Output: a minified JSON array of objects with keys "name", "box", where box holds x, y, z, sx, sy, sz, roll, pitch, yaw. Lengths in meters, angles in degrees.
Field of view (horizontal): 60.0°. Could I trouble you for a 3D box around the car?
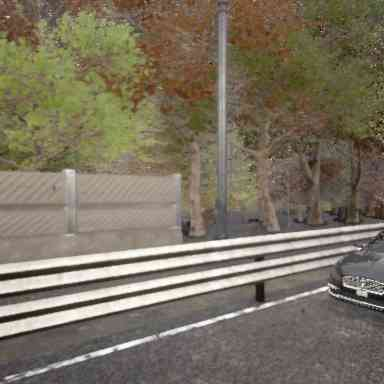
[{"name":"car","box":[4.933,1.519,7.199,4.892,1.490,1.837,0,0,-35]}]
